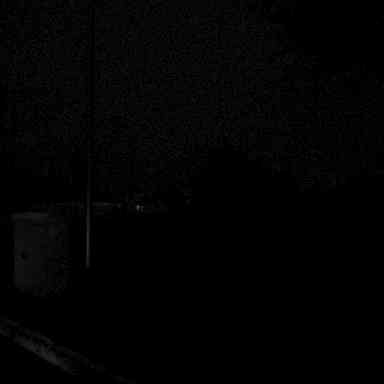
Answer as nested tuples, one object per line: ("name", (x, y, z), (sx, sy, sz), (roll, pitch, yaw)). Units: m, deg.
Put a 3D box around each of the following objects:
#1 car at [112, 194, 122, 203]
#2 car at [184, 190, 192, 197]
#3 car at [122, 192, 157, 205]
("car", (-8.785, 0.769, 45.757), (2.128, 1.511, 4.902), (1, 1, 33))
("car", (-0.071, 0.385, 58.936), (1.882, 1.535, 5.008), (1, 1, 33))
("car", (-6.360, 0.878, 43.072), (1.812, 1.442, 4.674), (1, 1, 33))
